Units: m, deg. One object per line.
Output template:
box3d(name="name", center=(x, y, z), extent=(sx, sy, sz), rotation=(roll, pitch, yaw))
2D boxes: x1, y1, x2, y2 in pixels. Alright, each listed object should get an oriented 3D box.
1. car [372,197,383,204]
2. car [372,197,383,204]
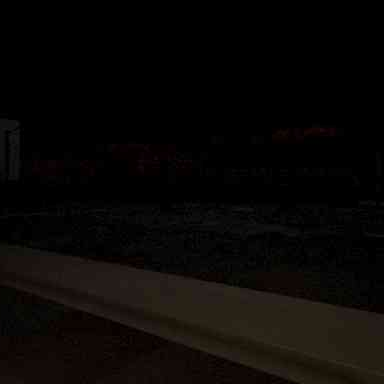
box3d(name="car", center=(37.374, 1.732, 65.443), extent=(2.038, 1.542, 4.974), rotation=(1, 1, 6))
box3d(name="car", center=(37.382, 1.574, 65.493), extent=(1.853, 1.218, 4.536), rotation=(1, 1, 6))
